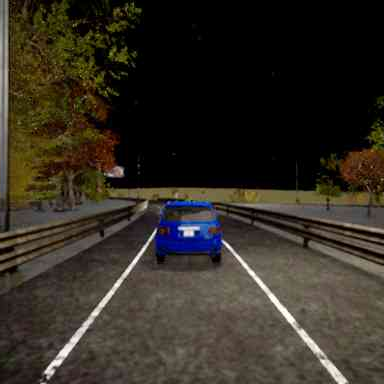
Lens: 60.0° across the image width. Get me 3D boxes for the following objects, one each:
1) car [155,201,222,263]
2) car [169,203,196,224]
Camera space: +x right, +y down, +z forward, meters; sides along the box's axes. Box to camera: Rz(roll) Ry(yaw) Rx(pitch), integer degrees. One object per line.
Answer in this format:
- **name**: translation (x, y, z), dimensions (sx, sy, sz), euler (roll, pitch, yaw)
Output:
- **car**: translation (-0.159, 1.348, 12.652), dimensions (2.150, 2.045, 5.566), euler (0, 0, -1)
- **car**: translation (-0.888, 1.773, 28.632), dimensions (2.128, 1.511, 4.902), euler (0, 0, -3)
